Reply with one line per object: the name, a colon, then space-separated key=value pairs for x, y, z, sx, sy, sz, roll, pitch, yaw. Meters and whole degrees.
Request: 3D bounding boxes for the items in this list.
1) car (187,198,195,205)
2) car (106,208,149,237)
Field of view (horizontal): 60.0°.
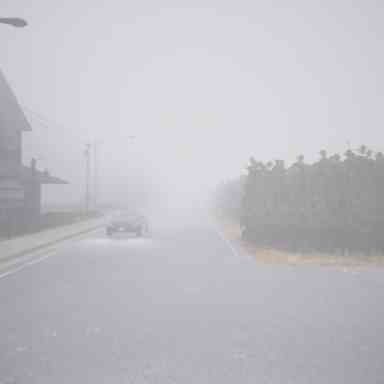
car: x=-0.270 y=2.249 z=79.647 sx=1.812 sy=1.442 sz=4.674 roll=0 pitch=-1 yaw=0
car: x=-3.640 y=1.700 z=19.479 sx=1.812 sy=1.442 sz=4.674 roll=0 pitch=-1 yaw=0
